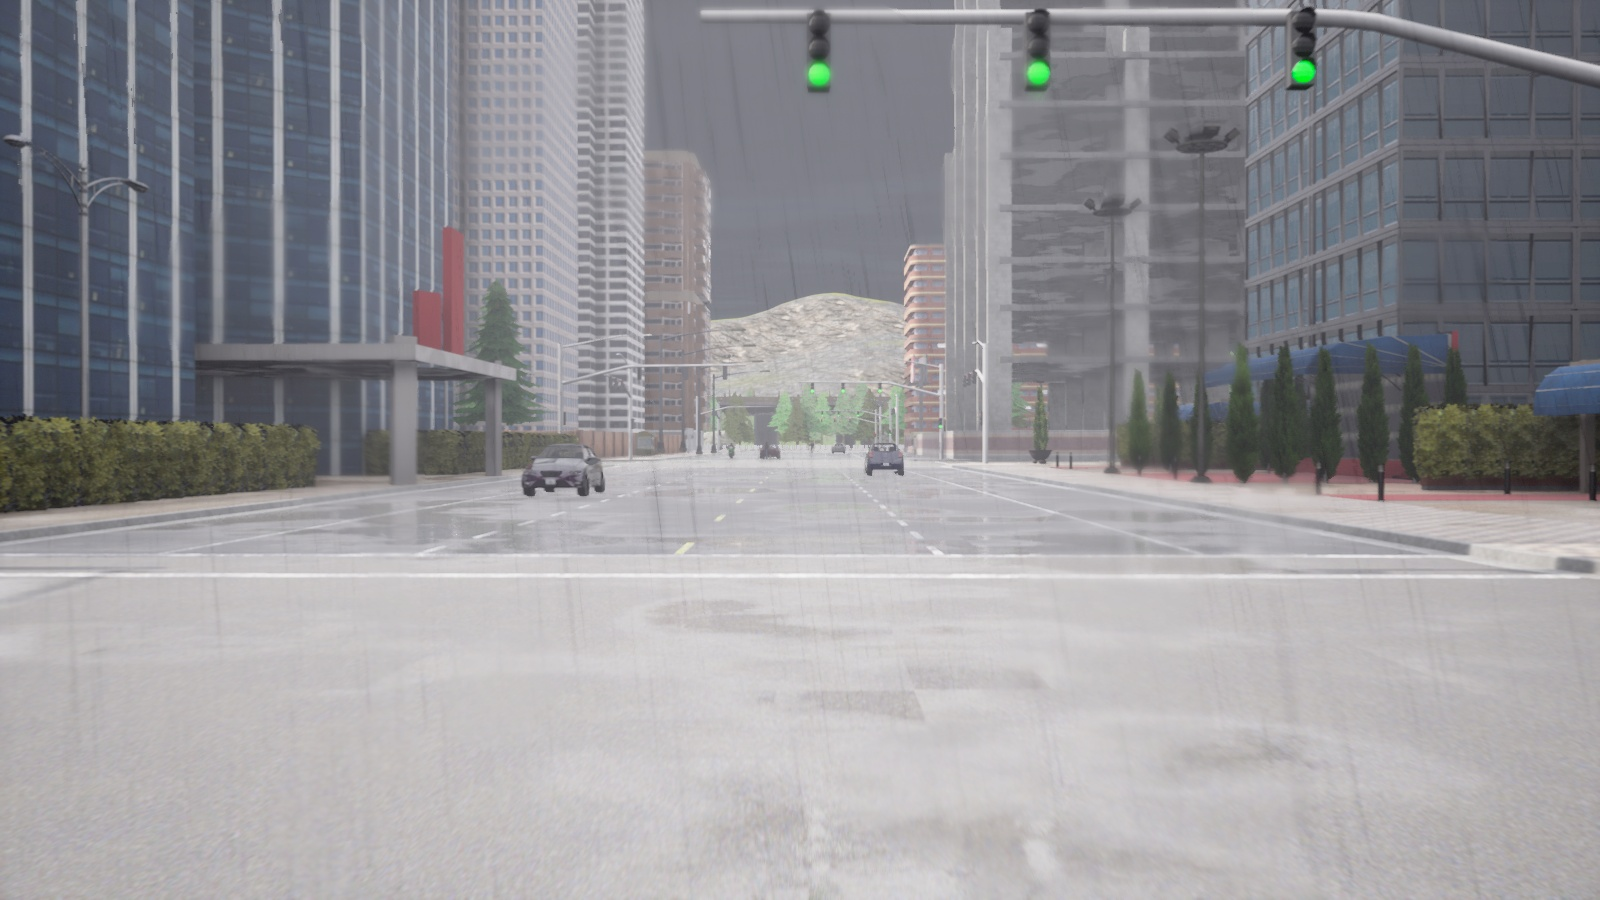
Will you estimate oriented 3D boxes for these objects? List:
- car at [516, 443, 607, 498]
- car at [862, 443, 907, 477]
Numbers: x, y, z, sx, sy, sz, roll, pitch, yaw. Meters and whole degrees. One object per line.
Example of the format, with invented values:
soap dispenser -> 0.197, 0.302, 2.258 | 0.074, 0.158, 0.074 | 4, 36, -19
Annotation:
car -> -6.777, 0.551, 36.096 | 1.816, 1.474, 4.193 | 0, 0, 0
car -> 3.849, 0.437, 57.893 | 1.845, 1.501, 3.633 | 0, 0, 0
